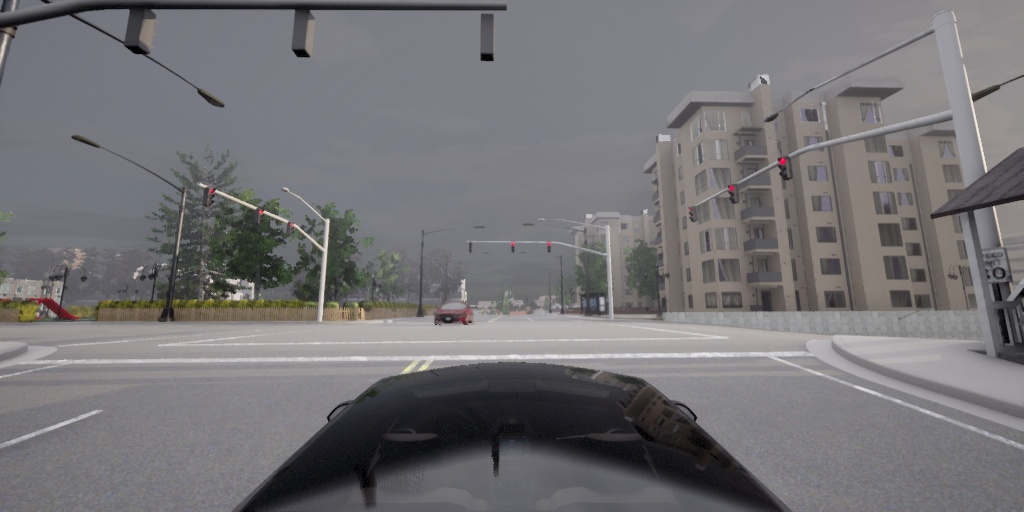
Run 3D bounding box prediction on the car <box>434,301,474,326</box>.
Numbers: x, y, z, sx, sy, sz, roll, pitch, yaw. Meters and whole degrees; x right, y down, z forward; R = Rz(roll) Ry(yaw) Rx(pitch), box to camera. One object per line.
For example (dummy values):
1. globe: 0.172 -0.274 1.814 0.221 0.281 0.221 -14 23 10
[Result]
1. car: -3.497 3.538 22.228 1.882 1.535 5.008 0 -8 0
